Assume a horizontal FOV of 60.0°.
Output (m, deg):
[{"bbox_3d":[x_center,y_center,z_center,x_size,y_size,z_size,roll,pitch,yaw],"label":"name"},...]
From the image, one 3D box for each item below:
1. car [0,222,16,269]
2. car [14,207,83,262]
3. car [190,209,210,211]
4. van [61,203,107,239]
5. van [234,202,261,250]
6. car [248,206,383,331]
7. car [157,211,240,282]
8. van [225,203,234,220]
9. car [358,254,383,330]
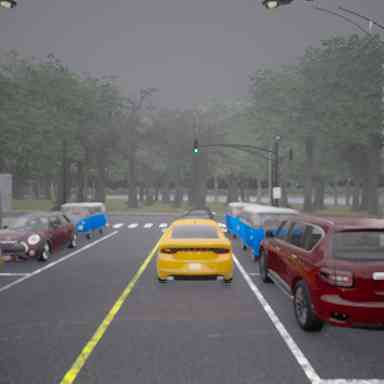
[{"bbox_3d":[-5.770,1.578,6.704,1.752,1.417,4.829,0,0,0],"label":"car"},{"bbox_3d":[-5.776,1.536,12.311,1.967,1.590,4.097,0,0,0],"label":"car"},{"bbox_3d":[0.486,1.723,20.543,1.994,1.385,4.181,0,-1,8],"label":"car"},{"bbox_3d":[-5.782,1.479,17.750,1.690,1.788,3.998,0,0,0],"label":"van"},{"bbox_3d":[2.749,1.437,12.321,1.690,1.788,3.998,0,0,0],"label":"van"},{"bbox_3d":[2.755,1.369,6.884,2.192,1.841,5.009,0,0,0],"label":"car"},{"bbox_3d":[0.080,1.556,10.009,1.882,1.535,5.008,0,0,0],"label":"car"},{"bbox_3d":[2.743,1.479,17.759,1.690,1.788,3.998,0,0,0],"label":"van"},{"bbox_3d":[2.761,1.452,1.446,1.967,1.590,4.097,0,0,0],"label":"car"}]
